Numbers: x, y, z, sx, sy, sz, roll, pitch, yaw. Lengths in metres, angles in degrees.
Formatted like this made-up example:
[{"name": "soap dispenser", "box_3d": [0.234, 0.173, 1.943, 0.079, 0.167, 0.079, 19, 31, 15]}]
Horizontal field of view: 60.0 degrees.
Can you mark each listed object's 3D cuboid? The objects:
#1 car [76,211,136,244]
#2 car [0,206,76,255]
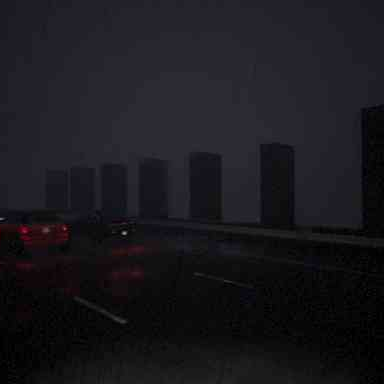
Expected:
[{"name": "car", "box_3d": [-4.880, 1.720, 17.179, 4.902, 1.511, 2.128, -1, -1, 44]}, {"name": "car", "box_3d": [-7.282, 1.561, 14.632, 4.553, 1.767, 2.097, -1, -1, 44]}]
